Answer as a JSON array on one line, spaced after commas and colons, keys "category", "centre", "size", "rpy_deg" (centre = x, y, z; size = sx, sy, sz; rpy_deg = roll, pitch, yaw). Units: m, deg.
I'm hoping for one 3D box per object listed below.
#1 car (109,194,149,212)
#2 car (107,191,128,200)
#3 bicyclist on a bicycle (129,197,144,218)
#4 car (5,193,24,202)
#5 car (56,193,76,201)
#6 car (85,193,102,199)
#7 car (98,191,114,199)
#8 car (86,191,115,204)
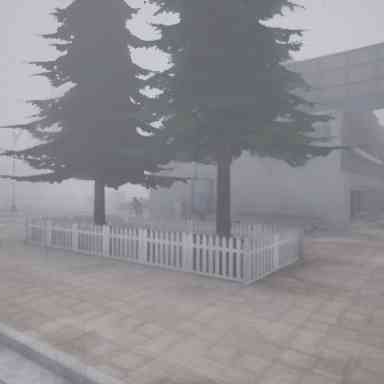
[{"category": "car", "centre": [-6.142, 1.324, 36.102], "size": [2.128, 1.511, 4.902], "rpy_deg": [0, 0, 36]}, {"category": "car", "centre": [-16.778, 0.762, 74.892], "size": [4.605, 1.855, 1.932], "rpy_deg": [0, 0, 36]}, {"category": "bicyclist on a bicycle", "centre": [-4.349, 1.177, 25.861], "size": [1.656, 1.620, 0.582], "rpy_deg": [0, 0, 36]}, {"category": "car", "centre": [-30.612, 0.977, 57.196], "size": [3.633, 1.501, 1.845], "rpy_deg": [0, 0, 36]}, {"category": "car", "centre": [-24.691, 0.957, 65.246], "size": [4.514, 1.523, 2.007], "rpy_deg": [0, 0, 36]}, {"category": "car", "centre": [-23.653, 0.975, 79.857], "size": [3.806, 1.475, 1.970], "rpy_deg": [0, 0, 36]}, {"category": "car", "centre": [-21.199, 0.695, 82.182], "size": [3.866, 1.878, 1.905], "rpy_deg": [0, 0, 36]}, {"category": "car", "centre": [-13.495, 0.865, 49.185], "size": [4.605, 1.855, 1.932], "rpy_deg": [0, 0, 36]}]
